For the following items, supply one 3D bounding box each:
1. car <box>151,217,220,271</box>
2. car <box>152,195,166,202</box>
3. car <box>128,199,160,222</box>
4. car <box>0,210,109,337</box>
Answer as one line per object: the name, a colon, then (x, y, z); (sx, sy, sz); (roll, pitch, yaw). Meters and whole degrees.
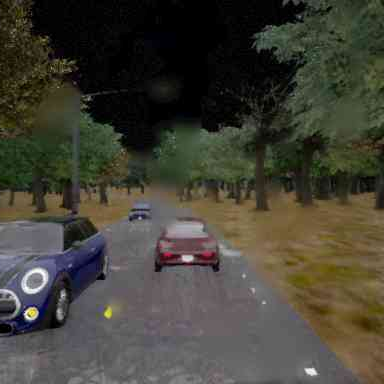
car: (-0.170, 1.529, 10.765); (1.812, 1.442, 4.674); (0, 0, -1)
car: (-6.826, 1.496, 71.092); (1.994, 1.385, 4.181); (0, 0, -12)
car: (-4.014, 1.585, 27.334); (2.033, 1.411, 5.357); (0, 0, -4)
car: (-3.204, 1.345, 6.921); (2.097, 1.767, 4.553); (0, 0, -1)
